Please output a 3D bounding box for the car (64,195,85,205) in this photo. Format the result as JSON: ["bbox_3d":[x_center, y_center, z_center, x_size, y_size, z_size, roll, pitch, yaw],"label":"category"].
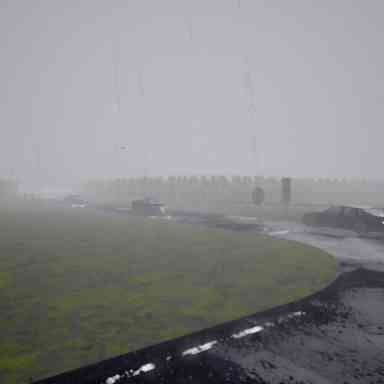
[{"bbox_3d":[-17.519,1.093,49.436,2.033,1.411,5.357,-1,1,-35],"label":"car"}]

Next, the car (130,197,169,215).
[{"bbox_3d":[-3.865,1.224,30.019,2.128,1.511,4.902,-1,1,-35],"label":"car"}]

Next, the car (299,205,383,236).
[{"bbox_3d":[8.368,1.398,17.799,2.033,1.411,5.357,0,1,-29],"label":"car"}]
